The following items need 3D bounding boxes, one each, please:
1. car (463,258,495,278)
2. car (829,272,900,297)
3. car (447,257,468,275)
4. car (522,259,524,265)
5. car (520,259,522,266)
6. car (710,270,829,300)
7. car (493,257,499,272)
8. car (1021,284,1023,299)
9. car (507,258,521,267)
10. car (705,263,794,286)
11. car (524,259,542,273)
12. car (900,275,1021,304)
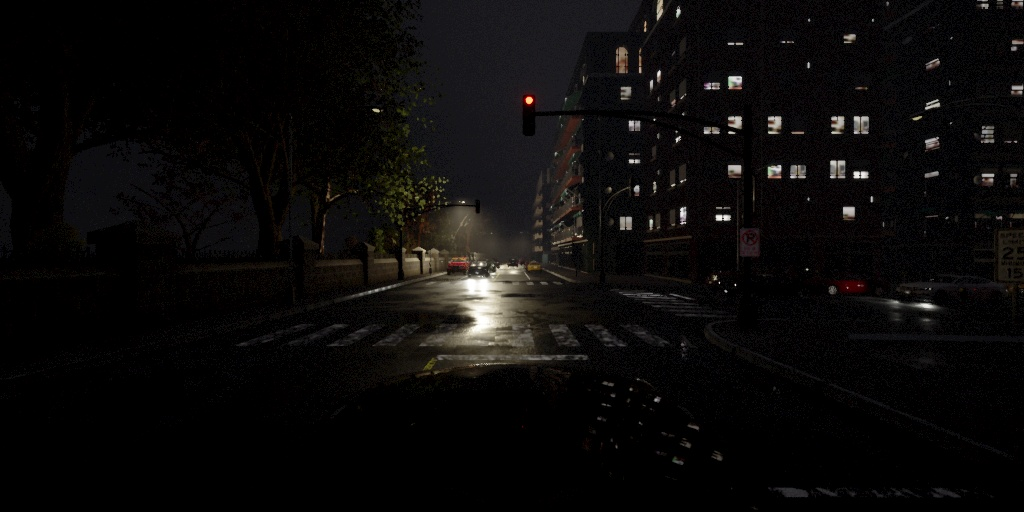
[{"bbox_3d":[-3.073,1.245,34.118,2.128,1.511,4.902,0,0,-1],"label":"car"},{"bbox_3d":[20.314,1.671,21.923,4.507,1.381,1.888,0,0,0],"label":"car"},{"bbox_3d":[-5.651,1.070,38.517,2.192,1.841,5.009,0,0,0],"label":"car"},{"bbox_3d":[2.741,1.307,49.579,1.888,1.381,4.507,0,0,0],"label":"car"},{"bbox_3d":[2.747,1.316,55.115,2.007,1.370,4.403,0,0,0],"label":"car"},{"bbox_3d":[13.722,1.618,19.315,4.718,1.301,1.895,1,0,0],"label":"car"},{"bbox_3d":[-3.056,1.111,43.912,2.097,1.767,4.553,0,0,0],"label":"car"},{"bbox_3d":[31.536,1.857,21.946,4.829,1.417,1.751,0,0,0],"label":"car"},{"bbox_3d":[0.166,1.320,64.291,2.033,1.411,5.357,0,0,-1],"label":"car"},{"bbox_3d":[14.619,1.338,21.911,5.009,1.841,2.192,0,0,0],"label":"car"},{"bbox_3d":[2.735,1.283,44.214,1.751,1.417,4.829,0,0,0],"label":"car"},{"bbox_3d":[23.664,1.723,19.333,4.674,1.442,1.812,1,0,0],"label":"car"}]
